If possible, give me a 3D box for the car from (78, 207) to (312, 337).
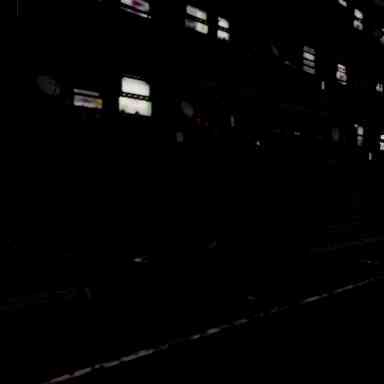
[{"bbox_3d":[0.369,1.288,6.817,5.009,1.841,2.192,0,1,-35],"label":"car"}]
